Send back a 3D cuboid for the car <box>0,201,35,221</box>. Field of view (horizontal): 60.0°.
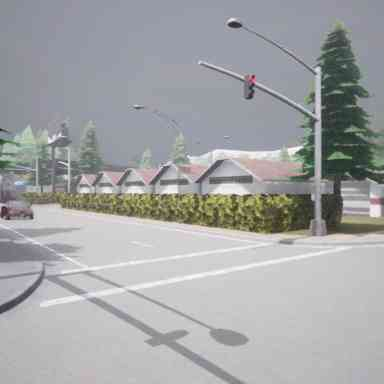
[{"bbox_3d":[-14.471,1.472,27.495,1.812,1.442,4.674,0,0,-38],"label":"car"}]
